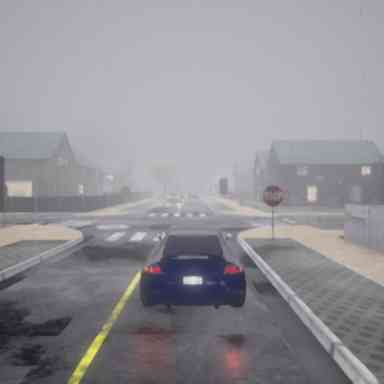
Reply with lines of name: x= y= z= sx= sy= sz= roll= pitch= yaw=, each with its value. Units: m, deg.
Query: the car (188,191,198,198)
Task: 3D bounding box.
car: x=0.246 y=0.524 z=75.226 sx=2.033 sy=1.411 sz=5.357 roll=0 pitch=0 yaw=0

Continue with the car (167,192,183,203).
car: x=-2.674 y=0.850 z=49.313 sx=1.882 sy=1.535 sz=5.008 roll=0 pitch=1 yaw=0

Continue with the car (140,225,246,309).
car: x=0.036 y=1.448 z=7.678 sx=1.994 sy=1.385 sz=4.181 roll=0 pitch=1 yaw=1

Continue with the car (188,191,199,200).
car: x=0.269 y=0.791 z=65.248 sx=1.994 sy=1.385 sz=4.181 roll=0 pitch=0 yaw=1
